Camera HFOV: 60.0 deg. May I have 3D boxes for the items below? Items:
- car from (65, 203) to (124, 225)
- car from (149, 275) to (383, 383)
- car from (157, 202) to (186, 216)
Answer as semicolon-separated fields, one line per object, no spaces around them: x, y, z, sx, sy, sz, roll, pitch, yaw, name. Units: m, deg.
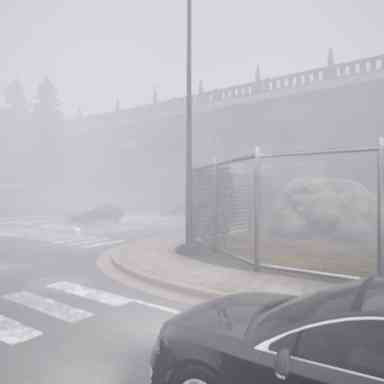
-7.146;1.547;24.850;1.812;1.442;4.674;0;0;36;car
1.796;1.505;2.723;4.892;1.490;1.837;0;0;36;car
-1.325;1.622;33.000;1.895;1.301;4.718;0;0;36;car
